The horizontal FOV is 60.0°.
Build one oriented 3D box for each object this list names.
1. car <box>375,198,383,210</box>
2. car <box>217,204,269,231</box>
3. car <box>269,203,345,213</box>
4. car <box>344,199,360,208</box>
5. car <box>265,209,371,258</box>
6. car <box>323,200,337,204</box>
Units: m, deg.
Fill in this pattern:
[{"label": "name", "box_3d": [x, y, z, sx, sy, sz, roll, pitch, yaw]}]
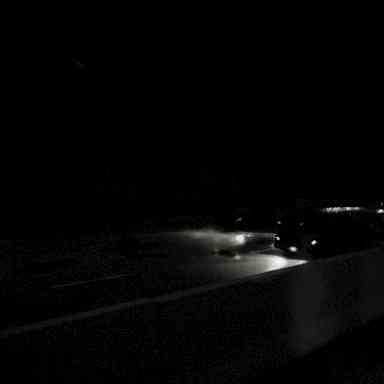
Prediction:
[{"label": "car", "box_3d": [28.365, 1.667, 48.787, 2.097, 1.767, 4.553, 0, -1, 20]}, {"label": "car", "box_3d": [3.666, 1.575, 21.616, 1.882, 1.535, 5.008, 0, 0, 43]}, {"label": "car", "box_3d": [7.080, 1.638, 20.084, 2.033, 1.411, 5.357, 0, 0, 43]}, {"label": "car", "box_3d": [27.322, 1.961, 56.887, 1.994, 1.385, 4.181, 0, -1, 16]}, {"label": "car", "box_3d": [5.439, 1.600, 13.403, 5.357, 1.411, 2.033, 0, 0, -44]}, {"label": "car", "box_3d": [23.803, 2.013, 57.252, 1.895, 1.301, 4.718, 0, -1, 16]}]
